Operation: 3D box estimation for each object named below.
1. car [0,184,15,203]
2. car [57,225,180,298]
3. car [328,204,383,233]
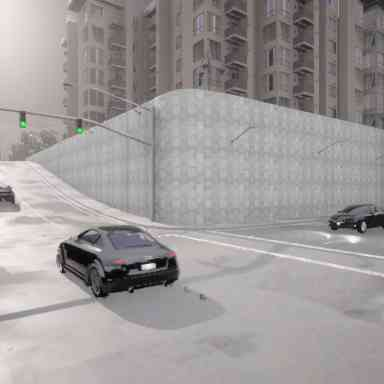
[{"bbox_3d":[-16.834,0.030,29.228,2.128,1.511,4.902,0,9,-36],"label":"car"},{"bbox_3d":[-2.098,1.565,8.730,1.994,1.385,4.181,0,0,-36],"label":"car"},{"bbox_3d":[10.066,1.505,19.780,4.892,1.490,1.837,0,0,-36],"label":"car"}]
